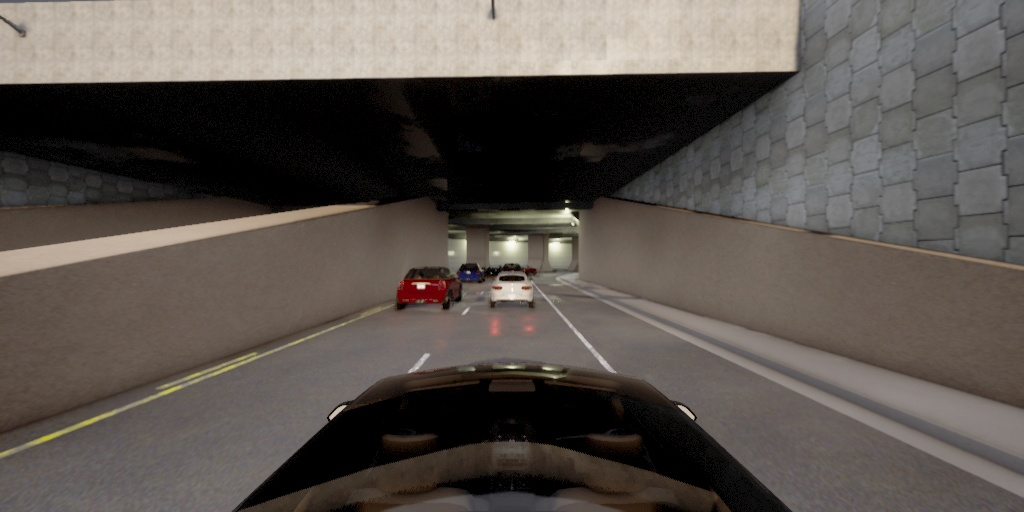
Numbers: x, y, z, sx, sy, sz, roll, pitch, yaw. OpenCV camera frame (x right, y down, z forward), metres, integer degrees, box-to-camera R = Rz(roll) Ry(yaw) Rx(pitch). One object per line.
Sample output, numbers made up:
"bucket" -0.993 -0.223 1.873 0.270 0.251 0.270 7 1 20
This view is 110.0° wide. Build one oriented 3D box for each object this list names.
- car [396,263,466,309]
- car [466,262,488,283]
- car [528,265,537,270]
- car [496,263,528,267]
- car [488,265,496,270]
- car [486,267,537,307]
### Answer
"car" -3.500 1.232 15.935 2.097 1.767 4.553 0 -1 0
"car" -3.491 1.372 30.923 2.097 1.767 4.553 0 -1 0
"car" 1.633 1.736 43.153 1.895 1.301 4.718 0 -1 19
"car" 0.009 1.372 30.925 2.097 1.767 4.553 0 -1 0
"car" -1.688 1.746 44.260 1.895 1.301 4.718 0 -1 19
"car" 0.002 1.411 16.217 1.812 1.442 4.674 0 0 0
